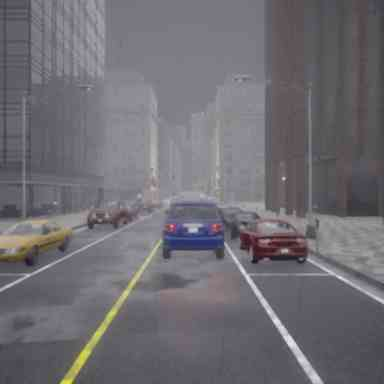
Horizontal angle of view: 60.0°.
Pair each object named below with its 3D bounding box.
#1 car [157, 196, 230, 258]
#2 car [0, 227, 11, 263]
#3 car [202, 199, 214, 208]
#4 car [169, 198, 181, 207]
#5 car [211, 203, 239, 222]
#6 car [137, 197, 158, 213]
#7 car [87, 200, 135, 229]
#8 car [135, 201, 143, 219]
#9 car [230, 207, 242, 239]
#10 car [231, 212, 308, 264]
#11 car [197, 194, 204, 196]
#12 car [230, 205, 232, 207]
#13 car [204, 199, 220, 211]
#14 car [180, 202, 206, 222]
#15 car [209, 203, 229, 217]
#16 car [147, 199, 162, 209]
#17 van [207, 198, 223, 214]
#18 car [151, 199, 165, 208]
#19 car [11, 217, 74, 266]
[{"bbox_3d":[0.063,1.320,13.366,2.150,2.045,5.566,0,0,0],"label":"car"},{"bbox_3d":[-5.769,1.592,6.475,1.887,1.381,4.507,0,0,0],"label":"car"},{"bbox_3d":[2.750,1.952,57.269,1.802,1.307,4.206,0,0,0],"label":"car"},{"bbox_3d":[-3.016,1.887,59.061,1.837,1.490,4.892,0,-1,0],"label":"car"},{"bbox_3d":[2.754,1.754,29.047,2.008,1.369,4.403,0,0,0],"label":"car"},{"bbox_3d":[-5.774,1.589,40.340,2.192,1.841,5.009,0,0,0],"label":"car"},{"bbox_3d":[-5.772,1.482,23.408,2.192,1.841,5.009,0,0,0],"label":"car"},{"bbox_3d":[-5.772,1.749,29.050,1.887,1.381,4.507,0,0,0],"label":"car"},{"bbox_3d":[2.755,1.694,17.758,1.947,1.339,4.313,0,0,0],"label":"car"},{"bbox_3d":[2.756,1.632,12.113,1.887,1.381,4.507,0,0,0],"label":"car"},{"bbox_3d":[3.020,2.091,94.478,1.802,1.307,4.206,0,0,0],"label":"car"},{"bbox_3d":[2.755,1.732,23.403,1.947,1.339,4.313,0,0,0],"label":"car"},{"bbox_3d":[2.751,1.747,45.981,1.967,1.590,4.097,0,0,0],"label":"car"},{"bbox_3d":[0.066,1.698,29.403,2.128,1.511,4.902,0,0,0],"label":"car"},{"bbox_3d":[2.753,1.822,34.691,1.802,1.307,4.206,0,0,0],"label":"car"},{"bbox_3d":[-5.774,1.884,51.626,1.887,1.381,4.507,0,0,0],"label":"car"},{"bbox_3d":[2.751,1.615,40.337,1.690,1.788,3.998,0,0,0],"label":"van"},{"bbox_3d":[-5.775,1.936,57.270,1.947,1.339,4.313,0,0,0],"label":"car"},{"bbox_3d":[-5.770,1.612,11.949,1.752,1.417,4.829,0,0,0],"label":"car"}]
